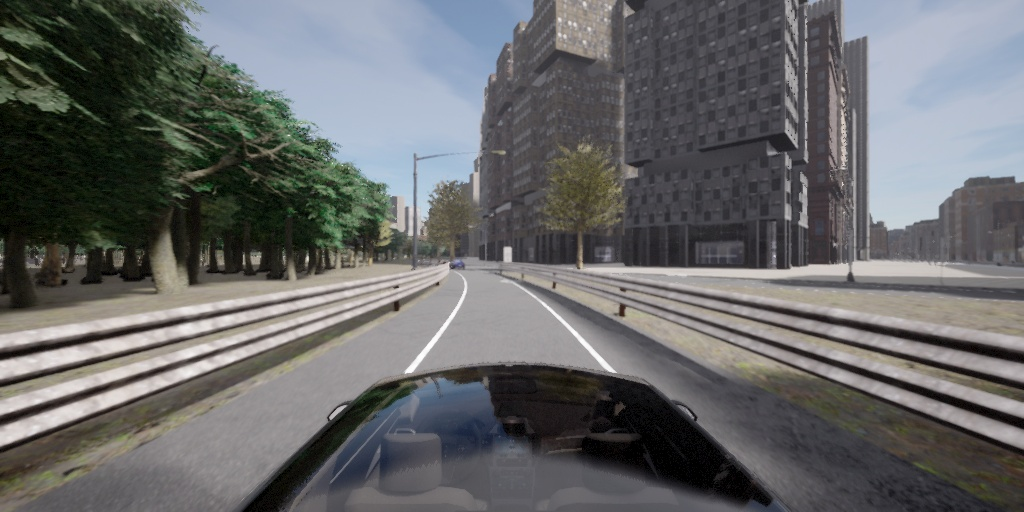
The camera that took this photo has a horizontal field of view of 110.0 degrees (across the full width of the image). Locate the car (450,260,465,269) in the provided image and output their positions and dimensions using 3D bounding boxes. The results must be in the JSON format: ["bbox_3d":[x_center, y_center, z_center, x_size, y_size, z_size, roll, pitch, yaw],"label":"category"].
[{"bbox_3d":[-8.605,1.277,56.186,1.812,1.442,4.674,0,0,-20],"label":"car"}]
